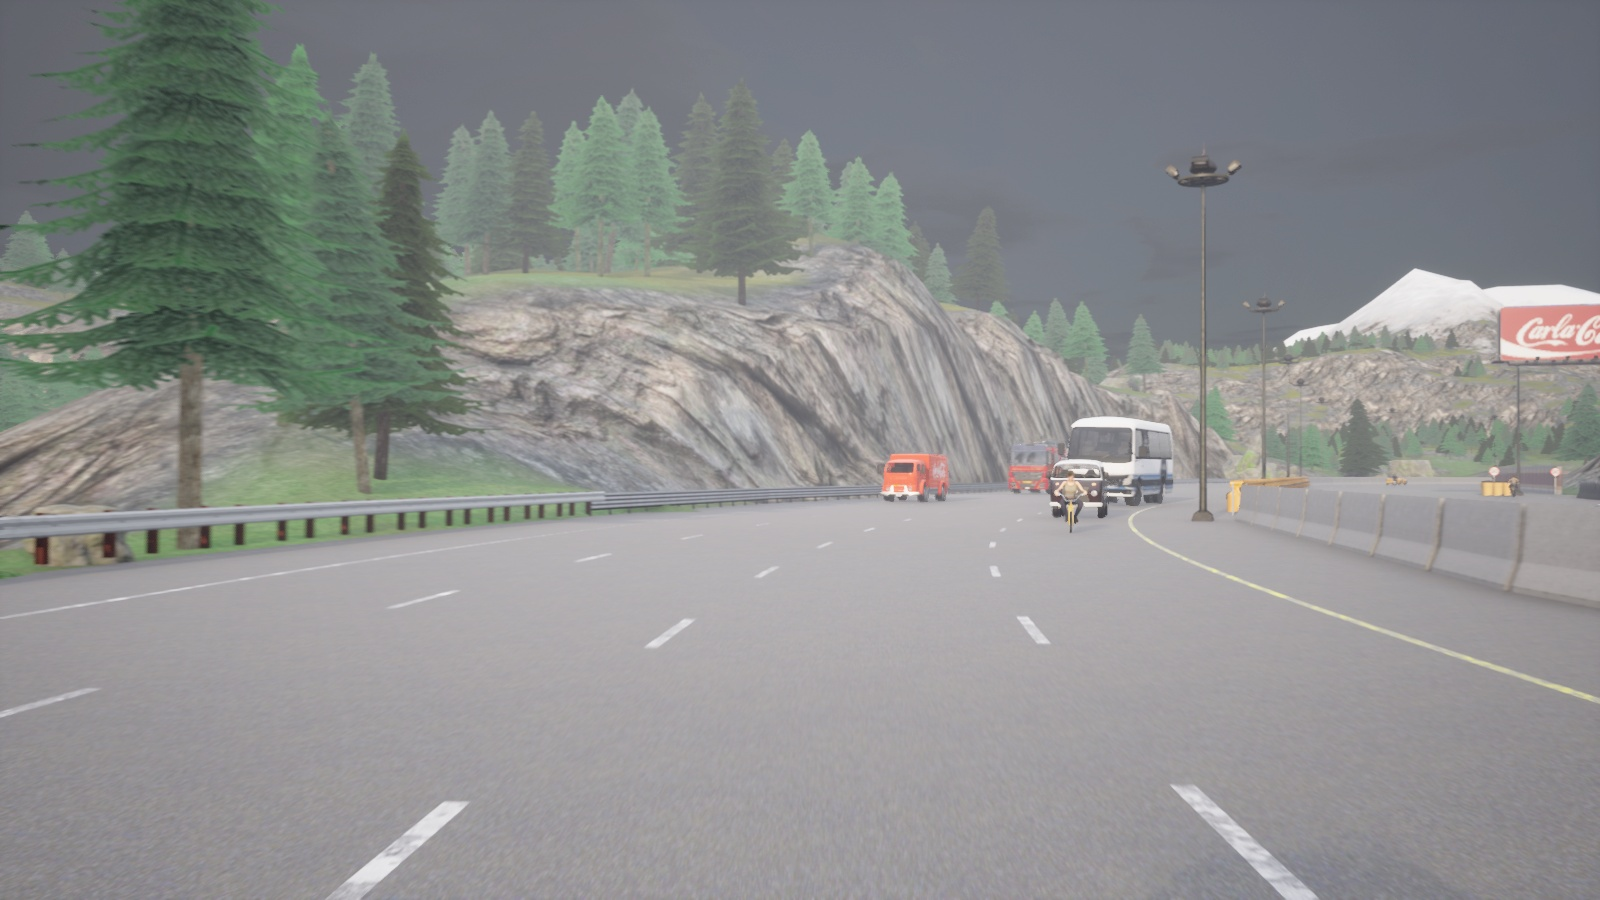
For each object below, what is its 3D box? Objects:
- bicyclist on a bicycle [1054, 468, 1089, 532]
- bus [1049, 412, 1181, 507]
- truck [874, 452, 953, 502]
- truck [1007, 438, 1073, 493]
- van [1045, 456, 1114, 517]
[{"bbox_3d":[7.031,1.283,32.576,0.866,1.612,1.509,0,-1,11],"label":"bicyclist on a bicycle"},{"bbox_3d":[15.704,0.443,61.871,3.944,4.253,10.273,1,0,28],"label":"bus"},{"bbox_3d":[5.920,1.401,64.907,2.627,2.467,5.204,-1,-1,22],"label":"truck"},{"bbox_3d":[17.637,1.153,91.870,2.891,3.827,8.468,-1,-1,24],"label":"truck"},{"bbox_3d":[9.851,1.256,44.069,2.069,2.038,4.480,-1,-1,16],"label":"van"}]
